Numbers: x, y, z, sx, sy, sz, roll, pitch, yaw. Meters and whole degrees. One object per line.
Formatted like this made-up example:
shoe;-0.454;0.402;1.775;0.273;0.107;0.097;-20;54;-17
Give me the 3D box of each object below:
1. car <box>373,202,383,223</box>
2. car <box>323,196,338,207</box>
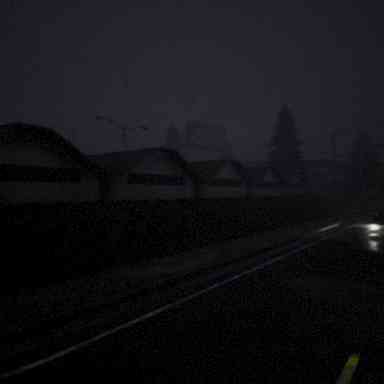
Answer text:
car;15.411;1.529;25.914;1.882;1.535;5.008;-1;-1;36
car;23.004;1.565;55.304;1.905;1.878;3.866;-1;-1;35
